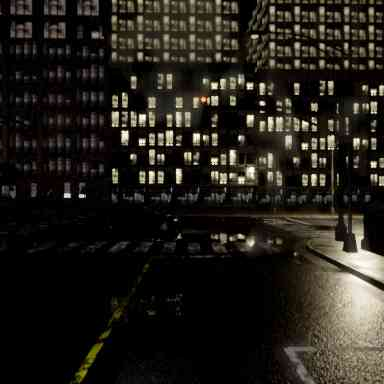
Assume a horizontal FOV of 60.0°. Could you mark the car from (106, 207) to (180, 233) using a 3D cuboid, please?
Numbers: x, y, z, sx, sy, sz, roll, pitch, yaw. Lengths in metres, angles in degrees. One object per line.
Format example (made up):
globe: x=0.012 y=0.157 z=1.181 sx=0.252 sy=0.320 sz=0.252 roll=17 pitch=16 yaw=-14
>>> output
car: x=-2.738 y=1.539 z=18.916 sx=4.181 sy=1.385 sz=1.994 roll=1 pitch=0 yaw=-1
